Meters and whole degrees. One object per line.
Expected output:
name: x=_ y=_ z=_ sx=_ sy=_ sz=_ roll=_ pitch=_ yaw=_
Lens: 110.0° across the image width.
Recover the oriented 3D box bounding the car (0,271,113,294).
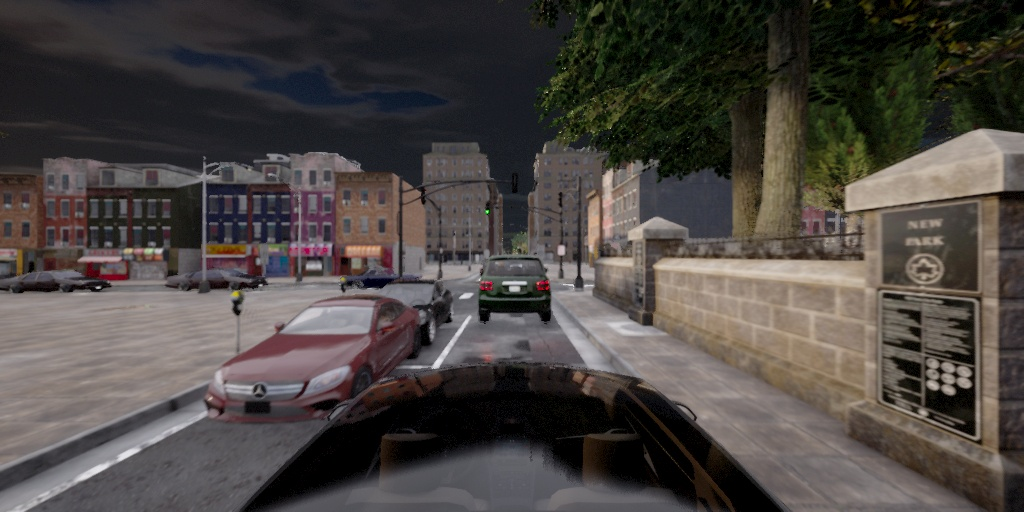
car: x=-28.401 y=1.623 z=22.316 sx=5.357 sy=1.411 sz=2.033 roll=-1 pitch=0 yaw=0

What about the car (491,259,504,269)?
car: x=-2.307 y=1.211 z=57.116 sx=1.882 sy=1.535 sz=5.008 roll=0 pitch=0 yaw=0

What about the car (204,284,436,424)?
car: x=-2.639 y=1.331 z=5.813 sx=1.802 sy=1.307 sz=4.207 roll=0 pitch=0 yaw=0

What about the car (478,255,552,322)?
car: x=0.105 y=0.972 z=12.364 sx=2.150 sy=2.045 sz=5.566 roll=0 pitch=0 yaw=1

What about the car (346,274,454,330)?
car: x=-2.641 y=1.315 z=9.475 sx=1.948 sy=1.339 sz=4.313 roll=0 pitch=0 yaw=0

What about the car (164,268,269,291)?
car: x=-18.326 y=1.482 z=22.354 sx=5.357 sy=1.411 sz=2.033 roll=-1 pitch=0 yaw=0

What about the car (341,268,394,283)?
car: x=-7.923 y=1.419 z=22.394 sx=4.718 sy=1.301 sz=1.895 roll=-1 pitch=0 yaw=0

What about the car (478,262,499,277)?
car: x=-2.295 y=1.341 z=36.261 sx=1.895 sy=1.301 sz=4.718 roll=0 pitch=0 yaw=0
